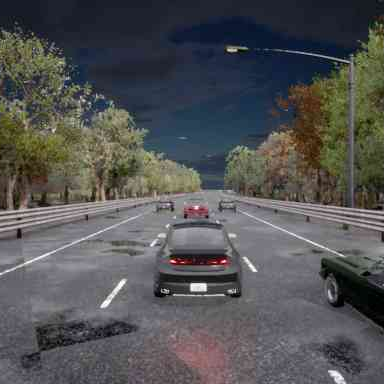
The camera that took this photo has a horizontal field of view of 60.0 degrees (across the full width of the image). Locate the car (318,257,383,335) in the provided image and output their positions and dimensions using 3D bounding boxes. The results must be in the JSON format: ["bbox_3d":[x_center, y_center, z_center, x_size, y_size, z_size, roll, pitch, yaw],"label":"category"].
[{"bbox_3d":[3.614,1.600,4.996,1.895,1.301,4.718,0,0,0],"label":"car"}]

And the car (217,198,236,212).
[{"bbox_3d":[4.007,1.479,38.668,2.128,1.511,4.902,0,0,1],"label":"car"}]

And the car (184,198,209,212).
[{"bbox_3d":[0.355,1.344,29.500,2.097,1.767,4.553,0,0,0],"label":"car"}]

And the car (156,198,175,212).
[{"bbox_3d":[-2.998,1.479,38.530,2.128,1.511,4.902,0,0,1],"label":"car"}]

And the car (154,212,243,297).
[{"bbox_3d":[0.133,1.503,8.532,1.837,1.490,4.892,0,0,0],"label":"car"}]
